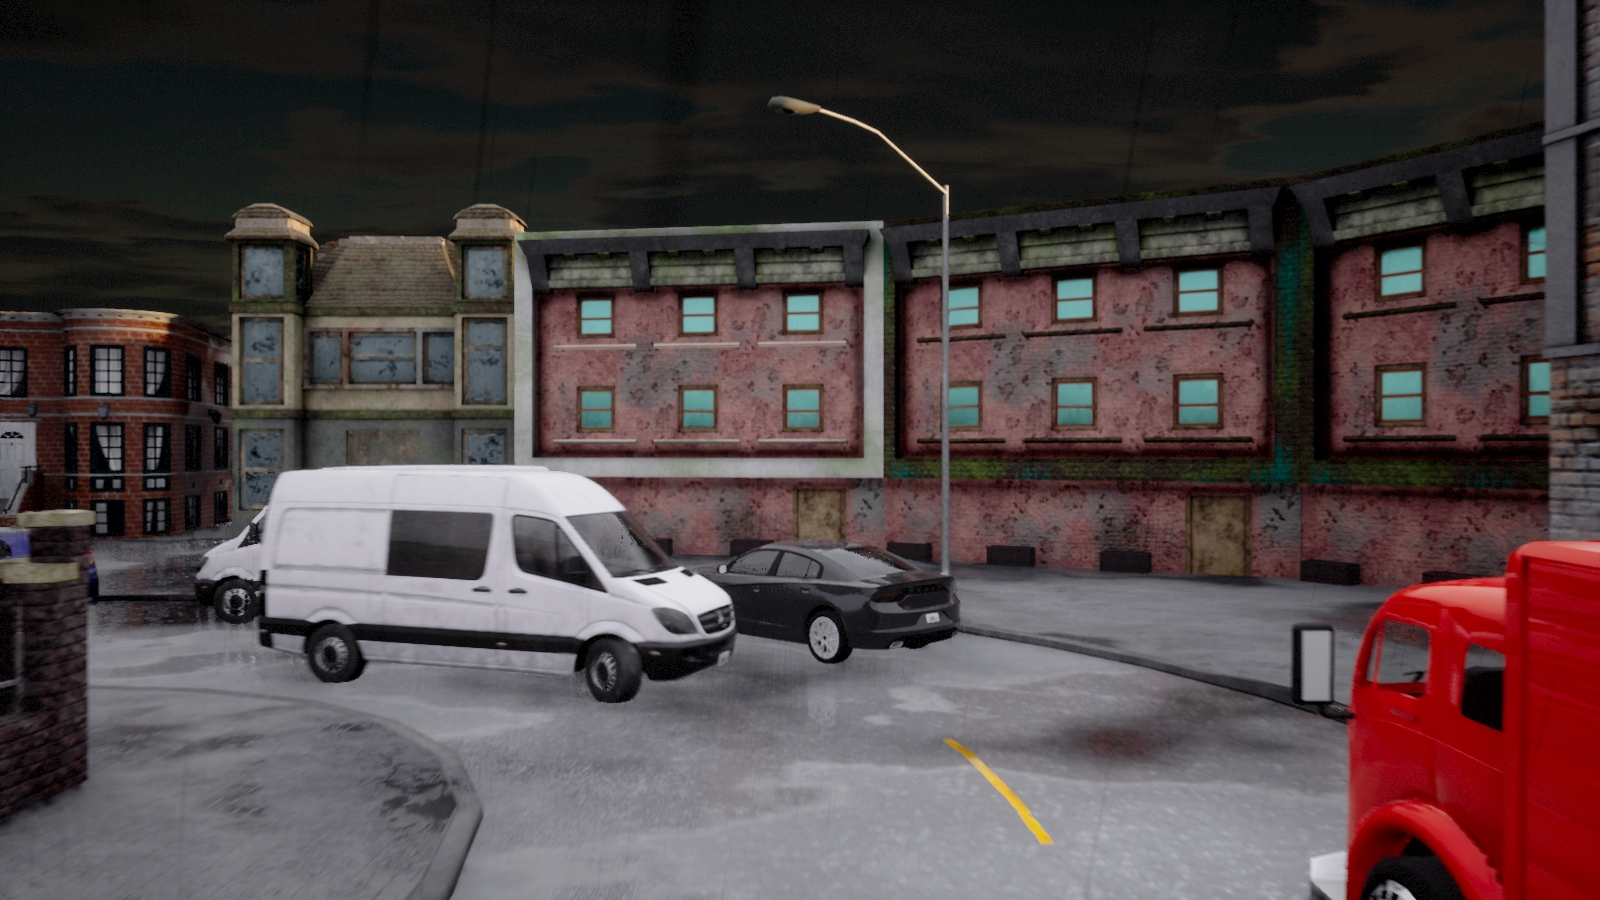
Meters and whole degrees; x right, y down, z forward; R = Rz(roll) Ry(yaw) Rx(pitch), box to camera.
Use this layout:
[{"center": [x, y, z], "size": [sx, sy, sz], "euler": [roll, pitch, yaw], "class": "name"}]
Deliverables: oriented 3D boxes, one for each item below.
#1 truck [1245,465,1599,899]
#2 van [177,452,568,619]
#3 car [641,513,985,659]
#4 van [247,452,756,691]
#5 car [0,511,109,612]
[{"center": [3.836, 1.361, 3.787], "size": [2.627, 2.467, 5.204], "euler": [0, 1, -1], "class": "truck"}, {"center": [-7.046, 1.315, 19.051], "size": [5.915, 2.561, 1.988], "euler": [0, 0, 10], "class": "van"}, {"center": [0.023, 1.816, 16.597], "size": [2.097, 1.535, 5.006], "euler": [0, 0, -43], "class": "car"}, {"center": [-3.669, 1.316, 14.112], "size": [5.915, 2.561, 1.988], "euler": [0, -1, 17], "class": "van"}, {"center": [-13.851, 1.818, 18.974], "size": [3.633, 1.501, 1.845], "euler": [0, 0, -1], "class": "car"}]
